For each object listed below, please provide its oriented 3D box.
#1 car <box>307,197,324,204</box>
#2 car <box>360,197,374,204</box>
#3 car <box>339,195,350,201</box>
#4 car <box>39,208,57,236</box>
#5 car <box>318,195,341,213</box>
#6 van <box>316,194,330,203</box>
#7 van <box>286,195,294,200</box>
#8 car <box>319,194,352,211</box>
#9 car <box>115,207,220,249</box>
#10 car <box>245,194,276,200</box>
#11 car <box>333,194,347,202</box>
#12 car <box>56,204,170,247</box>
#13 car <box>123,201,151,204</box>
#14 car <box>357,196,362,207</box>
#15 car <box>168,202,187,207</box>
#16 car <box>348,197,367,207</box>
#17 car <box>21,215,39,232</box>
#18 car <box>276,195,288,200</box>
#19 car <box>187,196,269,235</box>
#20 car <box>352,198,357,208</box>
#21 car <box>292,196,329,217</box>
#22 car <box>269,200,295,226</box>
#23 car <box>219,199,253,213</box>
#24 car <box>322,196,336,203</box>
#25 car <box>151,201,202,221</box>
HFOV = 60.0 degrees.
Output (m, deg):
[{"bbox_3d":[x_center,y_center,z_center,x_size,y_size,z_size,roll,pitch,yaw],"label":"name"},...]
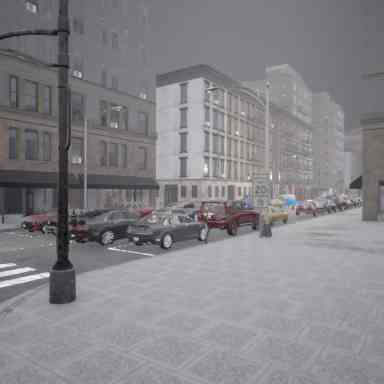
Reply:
[{"bbox_3d":[23.653,1.572,63.448,1.947,1.339,4.313,0,0,35],"label":"car"},{"bbox_3d":[33.329,1.613,63.258,1.947,1.339,4.313,0,0,35],"label":"car"},{"bbox_3d":[39.210,1.556,85.574,1.887,1.381,4.507,0,0,35],"label":"car"},{"bbox_3d":[-5.314,1.598,17.835,1.895,1.301,4.718,0,0,32],"label":"car"},{"bbox_3d":[14.662,1.474,36.706,1.967,1.590,4.097,0,0,35],"label":"car"},{"bbox_3d":[26.765,1.349,67.873,1.690,1.788,3.998,0,0,35],"label":"van"},{"bbox_3d":[14.320,1.339,50.172,1.690,1.788,3.998,0,0,35],"label":"van"},{"bbox_3d":[17.774,1.351,41.131,2.192,1.841,5.009,0,0,35],"label":"car"},{"bbox_3d":[-0.894,1.575,14.581,2.008,1.369,4.403,0,0,35],"label":"car"},{"bbox_3d":[6.421,1.225,34.502,2.150,2.045,5.566,0,0,35],"label":"car"},{"bbox_3d":[36.100,1.326,81.149,2.192,1.841,5.009,0,0,35],"label":"car"},{"bbox_3d":[-3.417,1.516,15.403,1.837,1.490,4.892,0,0,35],"label":"car"},{"bbox_3d":[-4.348,1.426,23.621,1.967,1.590,4.097,0,0,35],"label":"car"},{"bbox_3d":[23.995,1.606,49.982,1.947,1.339,4.313,0,0,35],"label":"car"},{"bbox_3d":[0.447,1.505,26.033,1.837,1.490,4.892,0,0,35],"label":"car"},{"bbox_3d":[27.106,1.594,54.407,2.008,1.369,4.403,0,0,35],"label":"car"},{"bbox_3d":[-7.459,1.529,19.197,1.887,1.381,4.507,0,0,35],"label":"car"},{"bbox_3d":[11.110,1.521,45.608,1.752,1.417,4.829,0,0,35],"label":"car"},{"bbox_3d":[2.218,1.341,19.006,2.192,1.841,5.009,0,0,35],"label":"car"},{"bbox_3d":[20.884,1.620,45.557,1.802,1.307,4.206,0,0,35],"label":"car"},{"bbox_3d":[11.551,1.472,32.281,1.967,1.590,4.097,0,0,35],"label":"car"},{"bbox_3d":[5.426,1.553,23.571,1.752,1.417,4.829,0,0,35],"label":"car"},{"bbox_3d":[4.986,1.536,36.897,1.887,1.381,4.507,0,0,35],"label":"car"},{"bbox_3d":[29.876,1.554,72.299,1.887,1.381,4.507,0,0,35],"label":"car"},{"bbox_3d":[-1.236,1.539,28.048,2.008,1.369,4.403,0,0,35],"label":"car"}]
